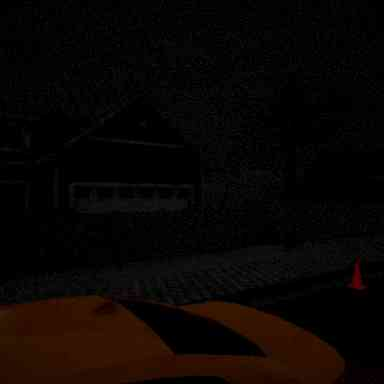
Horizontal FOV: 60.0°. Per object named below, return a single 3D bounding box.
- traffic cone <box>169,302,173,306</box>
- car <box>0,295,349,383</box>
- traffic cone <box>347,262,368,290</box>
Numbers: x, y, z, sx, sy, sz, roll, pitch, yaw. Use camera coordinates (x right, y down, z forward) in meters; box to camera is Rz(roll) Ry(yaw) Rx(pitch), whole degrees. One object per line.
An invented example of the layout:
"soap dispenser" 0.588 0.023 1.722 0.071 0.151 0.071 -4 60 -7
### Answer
"traffic cone" -0.325 1.947 5.000 0.340 0.580 0.340 0 0 -35
"car" -1.224 1.474 1.648 5.008 1.535 1.882 0 0 -35
"traffic cone" 3.885 1.945 7.824 0.340 0.580 0.340 0 0 -33
